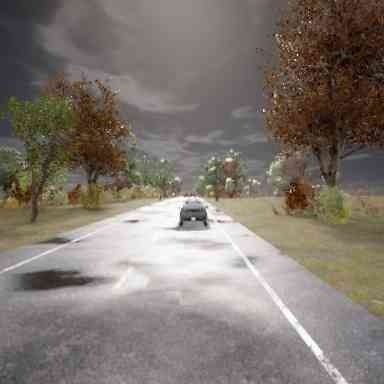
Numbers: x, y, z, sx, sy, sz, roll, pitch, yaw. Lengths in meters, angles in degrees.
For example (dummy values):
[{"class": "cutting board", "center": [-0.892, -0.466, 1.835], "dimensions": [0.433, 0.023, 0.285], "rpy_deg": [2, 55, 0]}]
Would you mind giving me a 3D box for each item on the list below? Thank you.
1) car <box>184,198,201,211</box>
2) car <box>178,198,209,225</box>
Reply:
[{"class": "car", "center": [0.089, 1.444, 40.337], "dimensions": [1.994, 1.385, 4.181], "rpy_deg": [0, 0, 0]}, {"class": "car", "center": [0.092, 1.419, 23.164], "dimensions": [1.837, 1.490, 4.892], "rpy_deg": [0, 0, 0]}]
